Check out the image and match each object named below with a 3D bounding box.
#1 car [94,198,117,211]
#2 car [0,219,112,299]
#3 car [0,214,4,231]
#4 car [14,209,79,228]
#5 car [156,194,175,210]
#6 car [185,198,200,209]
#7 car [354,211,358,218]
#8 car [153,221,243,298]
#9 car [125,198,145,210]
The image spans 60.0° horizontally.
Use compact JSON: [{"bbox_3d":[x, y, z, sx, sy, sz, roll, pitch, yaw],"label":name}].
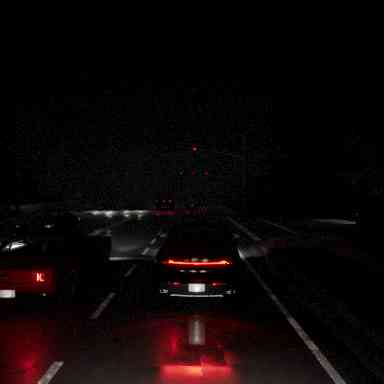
[{"bbox_3d":[-10.608,1.525,41.065,1.812,1.442,4.674,0,0,0],"label":"car"},{"bbox_3d":[-3.420,1.601,8.394,1.895,1.301,4.718,0,0,0],"label":"car"},{"bbox_3d":[-10.613,1.491,15.170,2.128,1.511,4.902,0,0,0],"label":"car"},{"bbox_3d":[-7.114,1.564,16.677,1.994,1.385,4.181,0,0,0],"label":"car"},{"bbox_3d":[-3.435,1.222,43.210,2.150,2.045,5.566,0,0,0],"label":"car"},{"bbox_3d":[0.051,1.525,44.952,1.812,1.442,4.674,0,0,0],"label":"car"},{"bbox_3d":[14.839,1.466,25.101,4.892,1.490,1.837,0,0,-1],"label":"car"},{"bbox_3d":[0.188,1.505,8.508,1.837,1.490,4.892,0,0,2],"label":"car"},{"bbox_3d":[-7.106,1.477,42.103,1.882,1.535,5.008,0,0,0],"label":"car"}]
